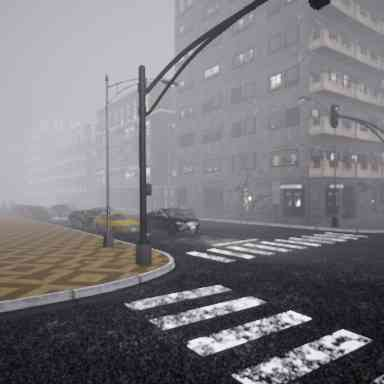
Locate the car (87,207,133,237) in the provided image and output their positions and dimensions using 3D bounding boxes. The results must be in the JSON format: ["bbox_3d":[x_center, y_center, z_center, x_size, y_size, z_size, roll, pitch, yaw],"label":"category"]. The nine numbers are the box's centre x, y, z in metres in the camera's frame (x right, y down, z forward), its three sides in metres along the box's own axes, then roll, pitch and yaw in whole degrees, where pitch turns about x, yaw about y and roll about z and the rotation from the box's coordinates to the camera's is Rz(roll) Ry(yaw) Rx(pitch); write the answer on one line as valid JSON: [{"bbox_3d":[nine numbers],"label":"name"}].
[{"bbox_3d":[-4.728,1.861,20.806,1.752,1.417,4.829,-2,0,-36],"label":"car"}]

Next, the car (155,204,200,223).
[{"bbox_3d":[-1.424,1.907,30.461,2.008,1.369,4.403,-2,0,-36],"label":"car"}]

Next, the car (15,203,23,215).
[{"bbox_3d":[-21.566,2.389,43.722,1.802,1.307,4.206,-2,0,-36],"label":"car"}]

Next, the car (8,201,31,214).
[{"bbox_3d":[-24.915,2.445,48.278,1.887,1.381,4.507,-2,0,-36],"label":"car"}]

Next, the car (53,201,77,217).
[{"bbox_3d":[-15.893,2.187,40.428,1.837,1.490,4.892,-1,0,-36],"label":"car"}]

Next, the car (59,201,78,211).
[{"bbox_3d":[-21.515,2.359,57.797,1.967,1.590,4.097,-2,0,-36],"label":"car"}]

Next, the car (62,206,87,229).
[{"bbox_3d":[-8.175,1.998,25.498,1.947,1.339,4.313,-2,0,-36],"label":"car"}]

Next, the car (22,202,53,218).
[{"bbox_3d":[-18.219,2.258,39.166,1.887,1.381,4.507,-2,0,-36],"label":"car"}]

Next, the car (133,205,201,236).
[{"bbox_3d":[-1.397,1.769,20.663,2.128,1.511,4.902,-1,-1,-36],"label":"car"}]

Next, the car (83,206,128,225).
[{"bbox_3d":[-7.743,2.003,29.306,2.033,1.411,5.357,-1,-1,-36],"label":"car"}]

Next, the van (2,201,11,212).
[{"bbox_3d":[-31.617,2.429,57.390,1.690,1.788,3.998,-2,0,-36],"label":"van"}]

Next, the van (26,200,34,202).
[{"bbox_3d":[-41.606,2.824,85.134,1.690,1.788,3.998,-2,0,-36],"label":"van"}]
